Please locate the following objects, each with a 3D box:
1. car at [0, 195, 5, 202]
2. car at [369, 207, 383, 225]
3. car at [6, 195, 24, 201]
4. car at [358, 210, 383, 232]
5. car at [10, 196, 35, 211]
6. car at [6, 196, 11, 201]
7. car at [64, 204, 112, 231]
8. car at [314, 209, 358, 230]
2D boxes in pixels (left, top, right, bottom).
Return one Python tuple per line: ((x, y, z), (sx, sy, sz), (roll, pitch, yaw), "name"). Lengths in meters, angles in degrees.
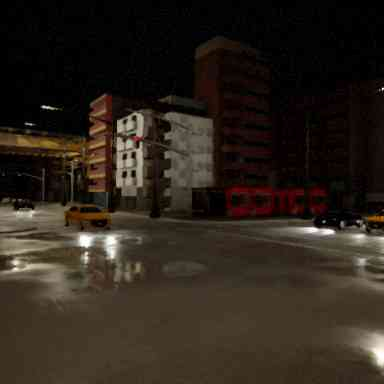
((-45.120, 1.552, 75.772), (2.038, 1.542, 4.974), (1, 0, -10), "car")
((18.236, 2.115, 29.934), (4.902, 1.511, 2.128), (2, -1, -36), "car")
((-41.581, 1.447, 77.944), (4.536, 1.218, 1.853), (0, -1, 35), "car")
((13.519, 1.898, 22.259), (5.008, 1.535, 1.882), (2, -1, -36), "car")
((-21.302, 1.535, 42.155), (1.994, 1.385, 4.181), (1, -1, -35), "car")
((-41.540, 1.605, 77.914), (4.974, 1.542, 2.038), (0, -1, 35), "car")
((-6.808, 1.574, 21.543), (1.882, 1.535, 5.008), (1, 0, -35), "car")
((10.979, 1.967, 24.746), (4.181, 1.385, 1.994), (2, -1, -36), "car")
